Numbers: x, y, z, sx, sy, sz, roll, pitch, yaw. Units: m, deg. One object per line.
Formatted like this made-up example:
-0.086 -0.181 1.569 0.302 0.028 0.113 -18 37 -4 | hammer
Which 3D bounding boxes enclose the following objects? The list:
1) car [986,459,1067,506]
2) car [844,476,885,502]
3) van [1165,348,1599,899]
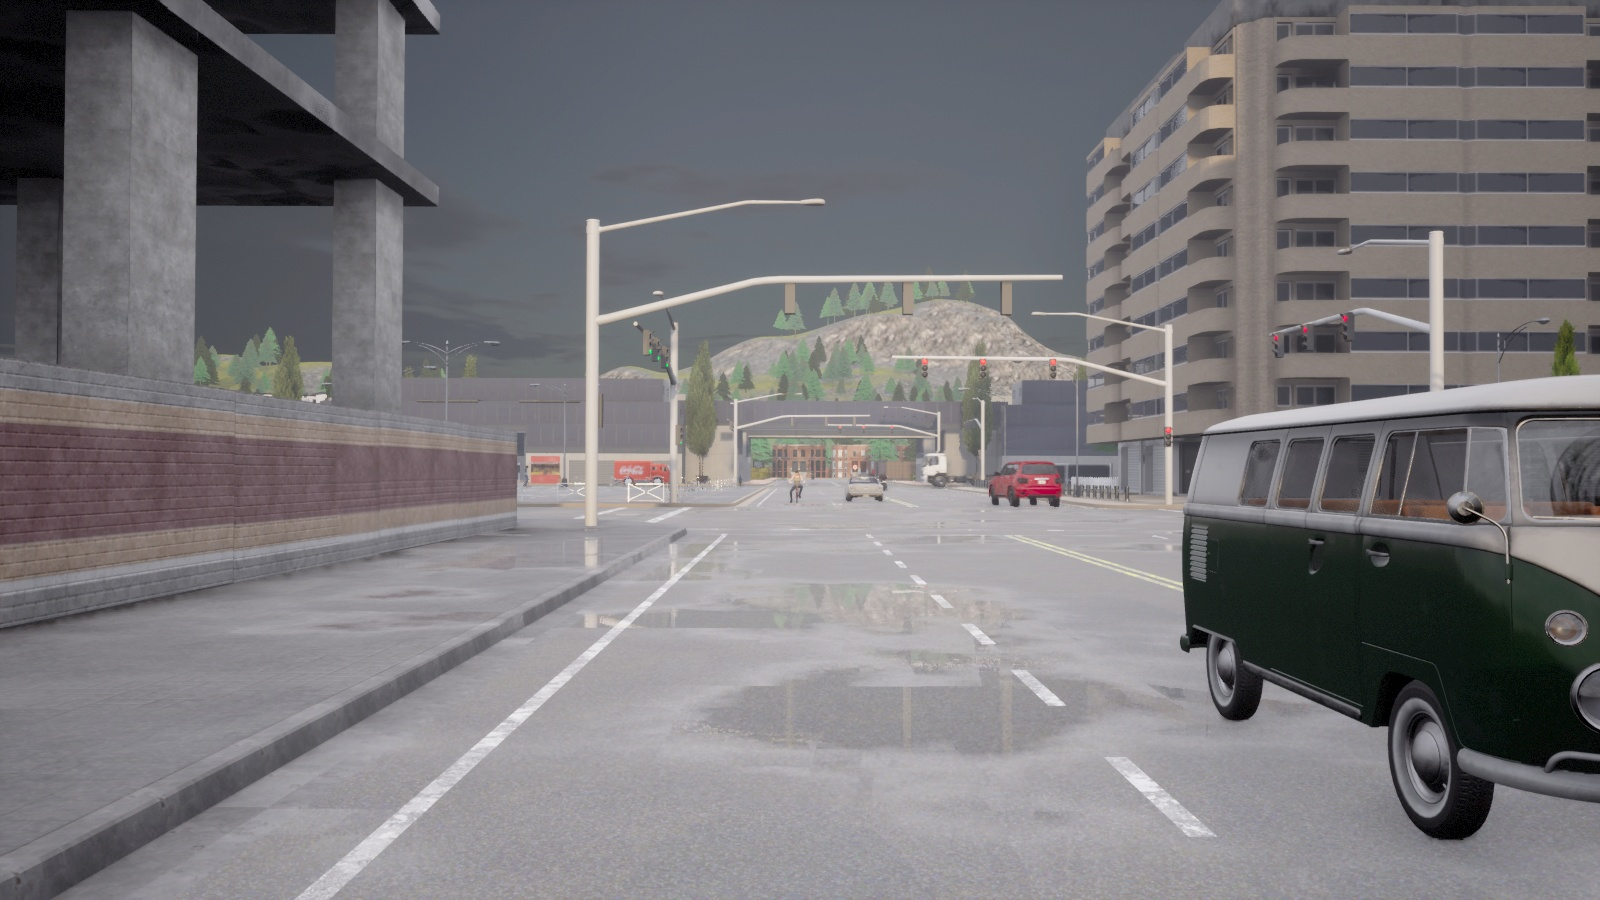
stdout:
10.278 1.456 57.460 2.150 2.045 5.566 0 -1 -6 | car
3.357 2.003 65.763 1.895 1.301 4.718 0 -1 0 | car
3.485 0.665 6.680 1.775 1.987 4.442 0 -1 0 | van
